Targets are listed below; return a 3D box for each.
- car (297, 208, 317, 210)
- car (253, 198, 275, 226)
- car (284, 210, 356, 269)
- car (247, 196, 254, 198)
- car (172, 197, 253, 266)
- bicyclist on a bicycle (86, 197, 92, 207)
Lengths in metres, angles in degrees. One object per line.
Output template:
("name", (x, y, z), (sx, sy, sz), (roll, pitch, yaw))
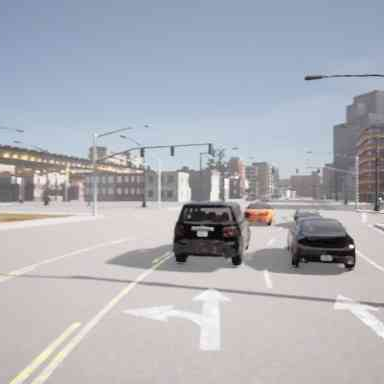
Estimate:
("car", (8.679, 1.870, 25.089), (1.895, 1.301, 4.718), (0, 0, 19))
("car", (5.351, 1.614, 26.177), (2.097, 1.767, 4.553), (0, -1, 19))
("car", (4.404, 1.637, 11.781), (1.837, 1.490, 4.892), (0, 0, 14))
("car", (14.906, 1.790, 85.682), (2.128, 1.511, 4.902), (0, 0, 19))
("car", (0.911, 1.335, 12.300), (2.150, 2.045, 5.566), (0, 0, 13))
("bicyclist on a bicycle", (-17.469, 1.743, 56.223), (0.582, 1.620, 1.656), (0, 0, 17))
